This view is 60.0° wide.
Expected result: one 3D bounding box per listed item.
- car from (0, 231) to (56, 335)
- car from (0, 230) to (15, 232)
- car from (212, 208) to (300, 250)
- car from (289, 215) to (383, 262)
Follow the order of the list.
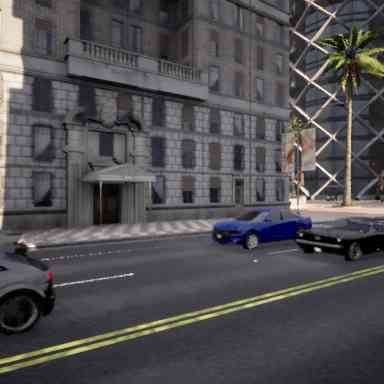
[{"bbox_3d":[-4.402,1.563,5.209,4.181,1.385,1.994,0,0,-34],"label":"car"},{"bbox_3d":[-6.636,1.492,7.923,4.902,1.511,2.128,0,0,-34],"label":"car"},{"bbox_3d":[3.147,1.478,14.551,5.008,1.535,1.882,0,0,-34],"label":"car"},{"bbox_3d":[6.002,1.601,12.259,4.718,1.301,1.895,0,0,-34],"label":"car"}]
